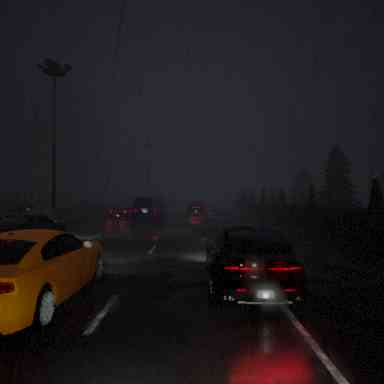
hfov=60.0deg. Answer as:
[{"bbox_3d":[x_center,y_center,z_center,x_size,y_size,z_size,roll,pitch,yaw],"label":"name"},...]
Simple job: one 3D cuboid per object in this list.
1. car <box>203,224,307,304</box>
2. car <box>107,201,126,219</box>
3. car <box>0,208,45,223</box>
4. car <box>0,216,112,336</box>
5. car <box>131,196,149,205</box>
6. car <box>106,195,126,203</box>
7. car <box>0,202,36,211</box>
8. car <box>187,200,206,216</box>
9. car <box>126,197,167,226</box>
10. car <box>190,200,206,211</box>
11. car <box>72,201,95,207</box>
[{"bbox_3d":[1.318,1.554,8.216,1.837,1.490,4.892,0,0,1],"label":"car"},{"bbox_3d":[-6.545,1.807,31.755,1.895,1.301,4.718,0,0,1],"label":"car"},{"bbox_3d":[-6.746,1.612,13.752,1.812,1.442,4.674,0,0,1],"label":"car"},{"bbox_3d":[-3.322,1.518,6.947,1.882,1.535,5.008,0,0,1],"label":"car"},{"bbox_3d":[-11.385,1.845,72.702,2.097,1.767,4.553,0,0,17],"label":"car"},{"bbox_3d":[-15.937,1.710,70.118,2.150,2.045,5.566,0,0,17],"label":"car"},{"bbox_3d":[-17.206,1.706,32.720,2.128,1.511,4.902,0,0,1],"label":"car"},{"bbox_3d":[0.481,1.738,36.032,1.837,1.490,4.892,0,0,1],"label":"car"},{"bbox_3d":[-3.122,1.383,24.820,2.150,2.045,5.566,0,0,0],"label":"car"},{"bbox_3d":[0.854,1.817,46.093,1.812,1.442,4.674,0,0,6],"label":"car"},{"bbox_3d":[-13.513,1.824,42.031,2.033,1.411,5.357,0,0,2],"label":"car"}]
